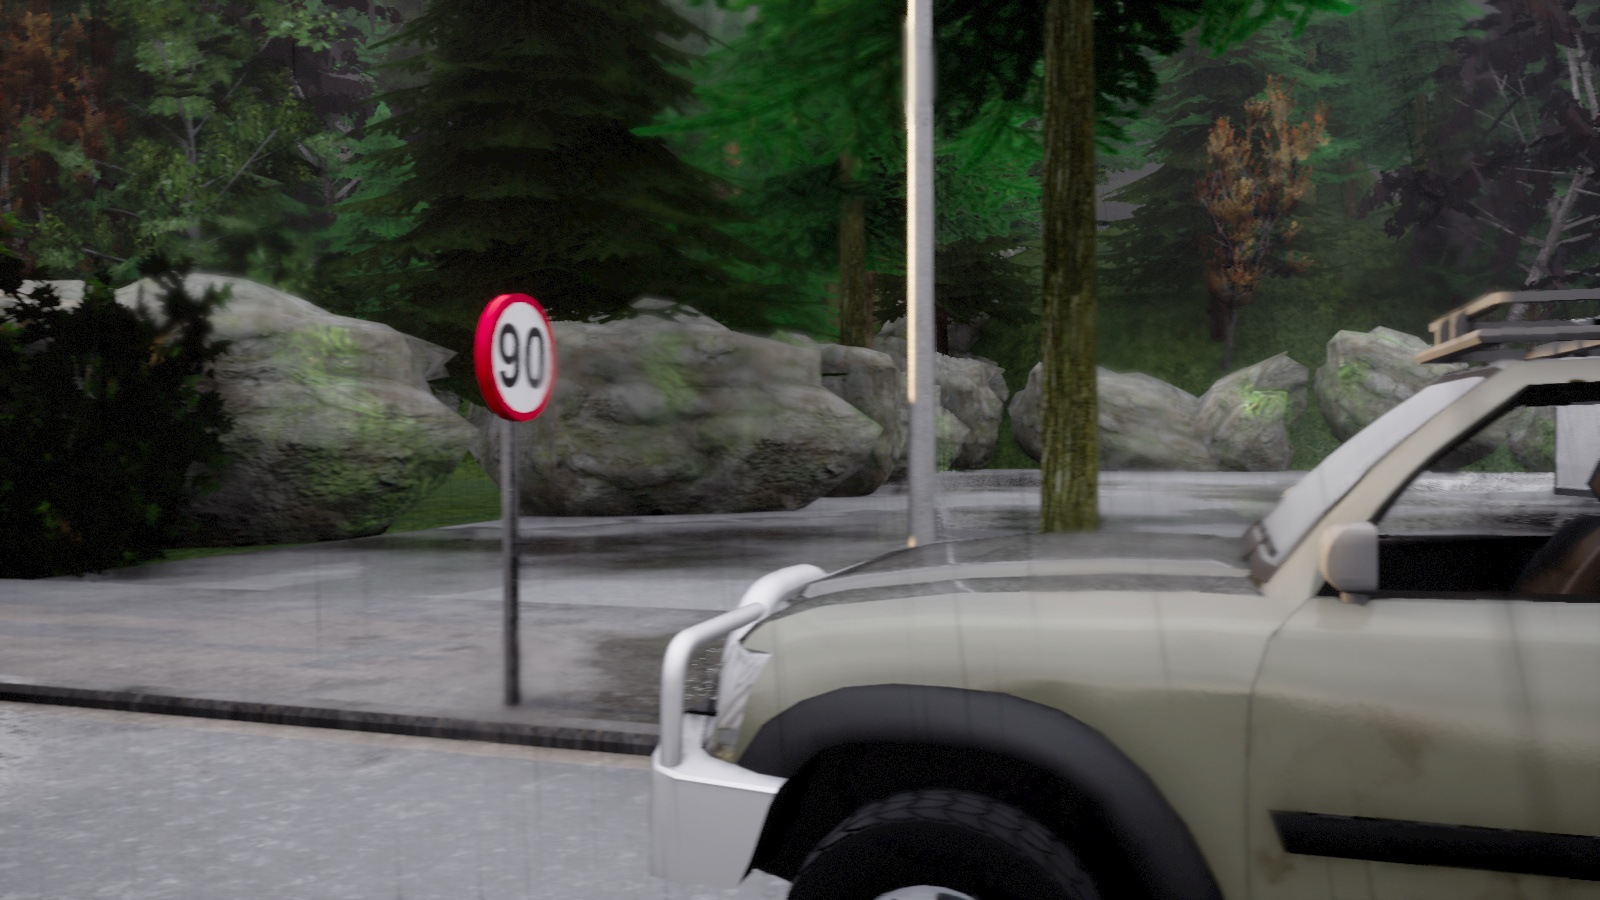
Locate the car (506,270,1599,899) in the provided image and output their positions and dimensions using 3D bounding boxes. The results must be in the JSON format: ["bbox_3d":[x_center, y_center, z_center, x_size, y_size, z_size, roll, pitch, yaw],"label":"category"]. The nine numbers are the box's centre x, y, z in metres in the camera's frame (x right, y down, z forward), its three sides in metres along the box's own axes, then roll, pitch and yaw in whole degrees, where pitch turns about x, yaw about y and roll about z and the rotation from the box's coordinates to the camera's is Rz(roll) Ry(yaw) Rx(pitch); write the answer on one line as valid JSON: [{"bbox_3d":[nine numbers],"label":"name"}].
[{"bbox_3d":[1.816,0.597,3.106,4.605,1.855,1.932,0,1,19],"label":"car"}]
